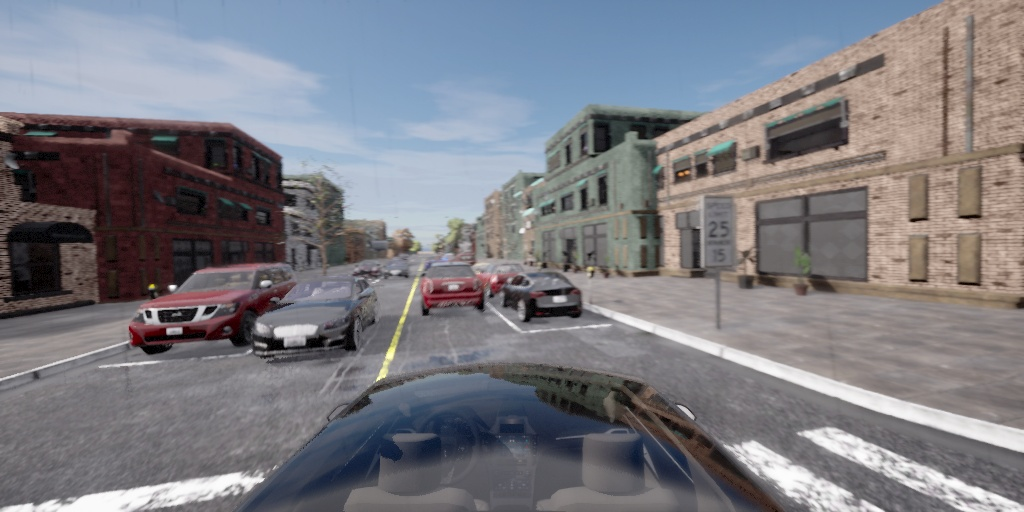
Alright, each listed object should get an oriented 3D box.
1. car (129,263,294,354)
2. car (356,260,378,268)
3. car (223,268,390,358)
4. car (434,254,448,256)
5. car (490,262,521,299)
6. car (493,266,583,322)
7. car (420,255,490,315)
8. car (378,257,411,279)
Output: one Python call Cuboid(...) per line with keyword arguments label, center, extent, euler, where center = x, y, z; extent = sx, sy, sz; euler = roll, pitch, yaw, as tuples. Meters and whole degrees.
Cuboid(label="car", center=(-7.325, 1.164, 9.648), extent=(2.192, 1.841, 5.009), euler=(0, 0, -13))
Cuboid(label="car", center=(-12.446, 1.085, 31.242), extent=(1.967, 1.591, 4.097), euler=(0, 0, -13))
Cuboid(label="car", center=(-4.523, 1.276, 8.923), extent=(2.128, 1.511, 4.902), euler=(-2, 1, -13))
Cuboid(label="car", center=(-8.569, 0.757, 39.678), extent=(2.097, 1.767, 4.553), euler=(-2, 1, -13))
Cuboid(label="car", center=(-0.455, 0.987, 16.979), extent=(1.967, 1.591, 4.097), euler=(0, 0, -13))
Cuboid(label="car", center=(0.825, 1.164, 11.581), extent=(1.948, 1.339, 4.313), euler=(0, 0, -13))
Cuboid(label="car", center=(-2.354, 1.005, 13.562), extent=(2.097, 1.767, 4.553), euler=(-2, 1, -13))
Cuboid(label="car", center=(-9.397, 1.081, 29.544), extent=(2.128, 1.511, 4.902), euler=(-2, 1, -13))
